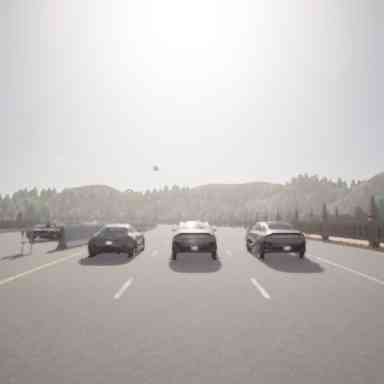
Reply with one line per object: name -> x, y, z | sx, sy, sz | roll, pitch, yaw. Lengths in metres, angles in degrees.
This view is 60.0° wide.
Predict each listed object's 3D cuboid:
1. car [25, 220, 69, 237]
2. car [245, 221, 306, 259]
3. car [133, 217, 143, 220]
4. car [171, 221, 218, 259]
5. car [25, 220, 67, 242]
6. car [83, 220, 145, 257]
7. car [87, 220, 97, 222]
car -> -14.095, 3.531, 32.729 | 2.128, 1.511, 4.902 | 0, -5, 0
car -> 3.596, 2.075, 14.979 | 2.128, 1.511, 4.902 | 0, -4, 0
car -> -10.791, 6.016, 65.751 | 2.150, 2.045, 5.566 | 1, -5, -4
car -> 0.096, 2.077, 15.009 | 2.128, 1.511, 4.902 | 0, -4, 0
car -> -10.602, 3.010, 25.157 | 1.895, 1.301, 4.718 | 0, -5, 0
car -> -3.404, 2.195, 15.650 | 1.994, 1.385, 4.181 | 0, -4, 0
car -> -17.566, 5.643, 58.236 | 1.882, 1.535, 5.008 | 0, -5, 0
